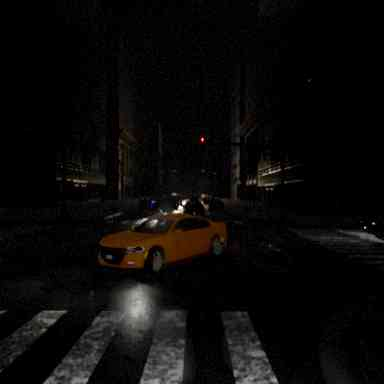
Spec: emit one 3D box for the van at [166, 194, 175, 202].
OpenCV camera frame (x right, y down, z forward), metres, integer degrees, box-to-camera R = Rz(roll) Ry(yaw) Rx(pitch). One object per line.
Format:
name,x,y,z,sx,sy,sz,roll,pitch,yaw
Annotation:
van,-5.152,1.349,80.374,1.690,1.788,3.998,0,0,1

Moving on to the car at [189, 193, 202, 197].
car,0.636,1.517,73.343,1.837,1.490,4.892,0,0,1

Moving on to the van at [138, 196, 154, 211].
van,-5.523,1.373,40.834,1.690,1.788,3.998,0,0,1

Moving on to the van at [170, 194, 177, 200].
van,-5.047,1.333,91.670,1.690,1.788,3.998,0,0,1

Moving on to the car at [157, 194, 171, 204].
car,-5.311,1.341,63.429,2.192,1.841,5.009,0,0,1

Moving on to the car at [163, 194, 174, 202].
car,-5.205,1.330,74.725,2.192,1.841,5.009,0,0,1

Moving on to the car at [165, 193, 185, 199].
car,-2.628,1.384,52.489,2.097,1.767,4.553,0,0,1

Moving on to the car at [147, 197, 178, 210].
car,-2.828,1.521,33.306,2.128,1.511,4.902,0,0,1

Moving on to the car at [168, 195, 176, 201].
car,-5.101,1.545,86.022,1.887,1.381,4.507,0,0,1

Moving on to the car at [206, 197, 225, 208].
car,3.001,1.597,40.755,1.947,1.339,4.313,0,0,1

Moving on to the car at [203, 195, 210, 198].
car,3.159,1.611,57.702,1.802,1.307,4.206,0,0,1

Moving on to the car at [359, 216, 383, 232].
car,13.079,1.789,19.978,5.357,1.411,2.033,1,0,0

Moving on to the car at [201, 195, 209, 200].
car,3.476,1.543,91.594,2.008,1.369,4.403,0,0,1

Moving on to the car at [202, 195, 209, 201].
car,3.424,1.582,85.946,1.802,1.307,4.206,0,0,1

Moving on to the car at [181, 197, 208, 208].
car,0.190,1.532,30.222,1.837,1.490,4.892,-1,0,0

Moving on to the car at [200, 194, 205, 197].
car,3.265,1.566,69.000,1.887,1.381,4.507,0,0,1

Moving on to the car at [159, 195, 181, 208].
car,-2.739,1.510,42.745,1.882,1.535,5.008,0,0,1

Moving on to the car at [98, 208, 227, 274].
car,-0.747,1.492,11.009,1.882,1.535,5.008,-1,-1,37
